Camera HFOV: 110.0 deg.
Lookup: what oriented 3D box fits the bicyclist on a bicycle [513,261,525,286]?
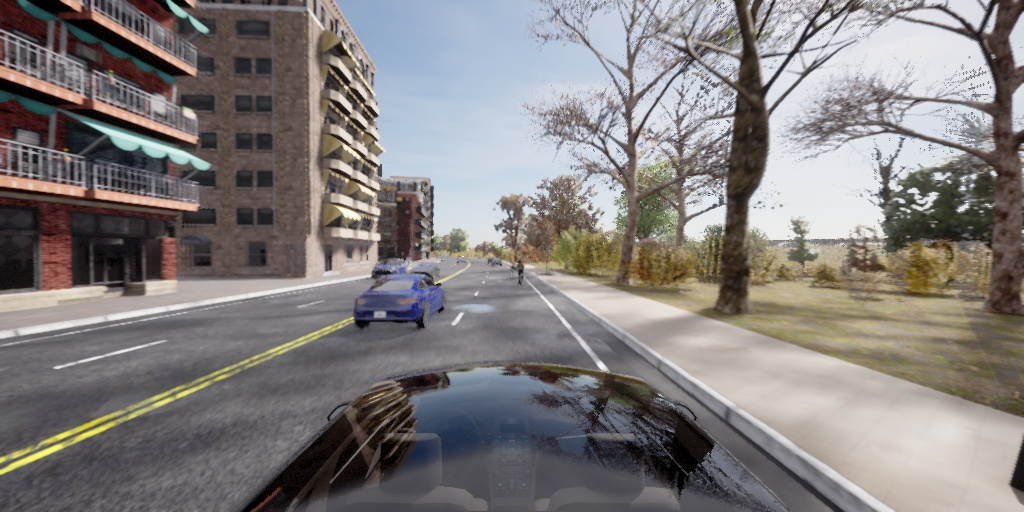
[{"bbox_3d":[0.559,1.125,22.958,0.582,1.620,1.656,0,0,-2],"label":"bicyclist on a bicycle"}]

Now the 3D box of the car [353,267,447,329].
[{"bbox_3d":[-3.231,1.250,11.004,1.812,1.442,4.674,0,0,-1],"label":"car"}]

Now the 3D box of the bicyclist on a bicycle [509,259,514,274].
[{"bbox_3d":[0.107,1.068,34.061,0.866,1.612,1.509,0,0,-3],"label":"bicyclist on a bicycle"}]

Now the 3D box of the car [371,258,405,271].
[{"bbox_3d":[-10.482,1.021,30.988,2.097,1.767,4.553,0,0,-2],"label":"car"}]

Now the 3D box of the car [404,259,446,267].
[{"bbox_3d":[-7.194,1.212,30.317,2.033,1.411,5.357,0,0,-2],"label":"car"}]

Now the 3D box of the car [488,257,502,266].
[{"bbox_3d":[-2.756,1.069,63.775,2.033,1.411,5.357,0,0,-4],"label":"car"}]
